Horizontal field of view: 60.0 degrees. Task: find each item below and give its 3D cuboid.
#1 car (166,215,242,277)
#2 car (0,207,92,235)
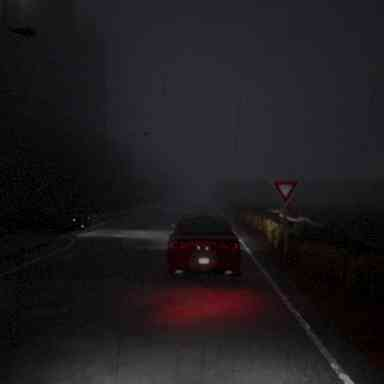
[{"bbox_3d":[0.343,1.420,10.129,1.882,1.535,5.008,0,0,2],"label":"car"},{"bbox_3d":[-7.871,1.495,17.945,4.718,1.301,1.895,0,0,13],"label":"car"}]
